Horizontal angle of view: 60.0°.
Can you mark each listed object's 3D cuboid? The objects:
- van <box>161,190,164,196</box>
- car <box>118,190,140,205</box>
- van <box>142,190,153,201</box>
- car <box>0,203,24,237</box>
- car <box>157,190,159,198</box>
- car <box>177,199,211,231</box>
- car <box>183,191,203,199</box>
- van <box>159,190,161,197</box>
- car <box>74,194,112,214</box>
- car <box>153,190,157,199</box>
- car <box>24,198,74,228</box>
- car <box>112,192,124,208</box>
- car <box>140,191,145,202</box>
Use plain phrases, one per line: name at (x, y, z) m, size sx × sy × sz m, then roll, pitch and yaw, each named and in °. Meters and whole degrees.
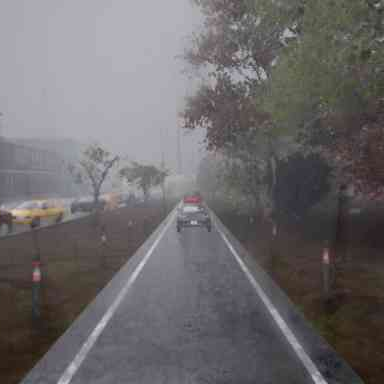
van at (-9.267, 0.430, 90.276) m, size 1.878 × 1.987 × 4.442 m, roll 0°, pitch -1°, yaw -2°
car at (-9.051, 0.732, 44.902) m, size 2.435 × 2.045 × 5.566 m, roll 0°, pitch 0°, yaw 1°
van at (-9.080, 0.631, 62.617) m, size 1.878 × 1.987 × 4.442 m, roll 0°, pitch 1°, yaw 2°
car at (-9.008, 1.215, 12.838) m, size 2.097 × 1.535 × 5.008 m, roll 0°, pitch 0°, yaw 2°
car at (-9.089, 0.794, 73.815) m, size 2.163 × 1.488 × 4.792 m, roll 0°, pitch -1°, yaw -2°
car at (0.098, 1.360, 19.028) m, size 1.812 × 1.442 × 4.674 m, roll 0°, pitch 1°, yaw 0°
car at (0.095, 0.837, 39.049) m, size 2.150 × 2.045 × 5.566 m, roll 0°, pitch 1°, yaw 0°
van at (-9.100, 0.496, 80.325) m, size 1.878 × 1.987 × 4.442 m, roll 0°, pitch -1°, yaw -3°
car at (-9.031, 1.075, 29.471) m, size 2.097 × 1.535 × 5.008 m, roll 0°, pitch 0°, yaw 2°
car at (-9.083, 0.799, 68.304) m, size 2.231 × 1.521 × 4.892 m, roll 0°, pitch -1°, yaw -2°
car at (-9.025, 1.150, 19.219) m, size 1.946 × 1.575 × 5.366 m, roll 0°, pitch 0°, yaw 2°
car at (-9.039, 1.022, 35.019) m, size 2.097 × 1.535 × 5.008 m, roll 0°, pitch 0°, yaw 2°
car at (-9.061, 0.966, 51.648) m, size 2.002 × 1.452 × 4.674 m, roll 0°, pitch 0°, yaw 0°
